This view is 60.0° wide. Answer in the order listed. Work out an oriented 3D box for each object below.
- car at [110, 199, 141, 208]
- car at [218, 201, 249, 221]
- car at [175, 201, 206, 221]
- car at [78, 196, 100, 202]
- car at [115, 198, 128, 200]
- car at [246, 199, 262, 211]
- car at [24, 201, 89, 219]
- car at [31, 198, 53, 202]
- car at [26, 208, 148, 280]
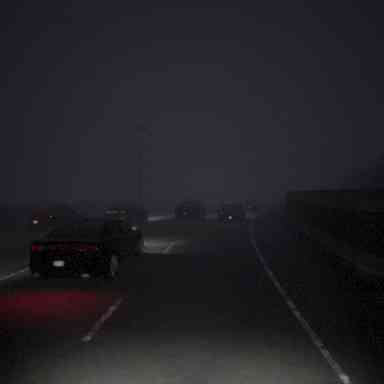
[{"bbox_3d":[-4.549,1.507,23.432,2.128,1.511,4.902,0,0,10],"label":"car"},{"bbox_3d":[3.374,1.642,27.370,1.895,1.301,4.718,0,0,13],"label":"car"},{"bbox_3d":[-0.051,1.511,28.003,1.882,1.535,5.008,0,0,12],"label":"car"},{"bbox_3d":[-19.102,1.506,61.787,2.128,1.511,4.902,0,0,20],"label":"car"},{"bbox_3d":[-11.170,1.579,52.620,2.033,1.411,5.357,0,0,20],"label":"car"},{"bbox_3d":[7.707,1.597,42.430,1.812,1.442,4.674,0,0,18],"label":"car"},{"bbox_3d":[-8.503,1.527,21.102,1.812,1.442,4.674,0,0,9],"label":"car"},{"bbox_3d":[-18.591,1.523,40.966,1.812,1.442,4.674,0,0,16],"label":"car"},{"bbox_3d":[-2.831,1.482,10.038,1.882,1.535,5.008,0,0,5],"label":"car"}]
